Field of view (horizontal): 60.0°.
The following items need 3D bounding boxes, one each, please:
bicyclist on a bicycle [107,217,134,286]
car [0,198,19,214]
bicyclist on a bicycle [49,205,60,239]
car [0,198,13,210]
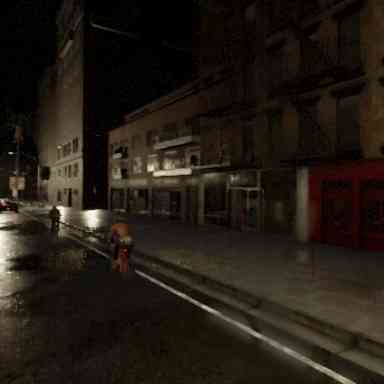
[{"bbox_3d":[-1.813,1.470,8.464,0.582,1.620,1.656,0,0,-32],"label":"bicyclist on a bicycle"},{"bbox_3d":[-20.435,1.586,36.918,2.128,1.511,4.902,0,0,-32],"label":"car"},{"bbox_3d":[-6.809,1.483,16.513,0.582,1.620,1.656,0,-1,-32],"label":"bicyclist on a bicycle"},{"bbox_3d":[-25.982,1.621,45.710,2.128,1.511,4.902,0,0,-32],"label":"car"}]
